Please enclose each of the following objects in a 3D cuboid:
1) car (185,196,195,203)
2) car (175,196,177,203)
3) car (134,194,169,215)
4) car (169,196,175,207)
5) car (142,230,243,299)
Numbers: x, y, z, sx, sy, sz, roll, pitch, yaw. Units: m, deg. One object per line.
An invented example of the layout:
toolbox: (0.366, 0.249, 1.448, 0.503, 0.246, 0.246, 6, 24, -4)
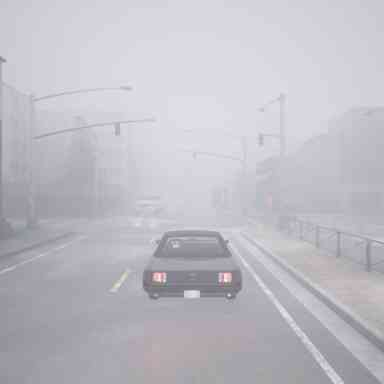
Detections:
car: (-0.433, 1.491, 66.649, 2.128, 1.511, 4.902, 0, 0, 0)
car: (-3.958, 1.498, 66.736, 1.837, 1.490, 4.892, 0, 0, 0)
car: (-4.273, 1.241, 34.748, 2.150, 2.045, 5.566, 1, 1, 8)
car: (-3.921, 1.525, 50.472, 1.812, 1.442, 4.674, 0, 0, 0)
car: (0.012, 1.601, 8.367, 1.895, 1.301, 4.718, 0, 0, 0)
